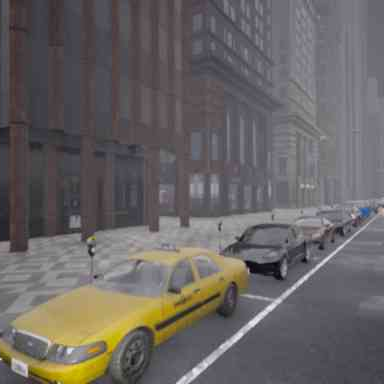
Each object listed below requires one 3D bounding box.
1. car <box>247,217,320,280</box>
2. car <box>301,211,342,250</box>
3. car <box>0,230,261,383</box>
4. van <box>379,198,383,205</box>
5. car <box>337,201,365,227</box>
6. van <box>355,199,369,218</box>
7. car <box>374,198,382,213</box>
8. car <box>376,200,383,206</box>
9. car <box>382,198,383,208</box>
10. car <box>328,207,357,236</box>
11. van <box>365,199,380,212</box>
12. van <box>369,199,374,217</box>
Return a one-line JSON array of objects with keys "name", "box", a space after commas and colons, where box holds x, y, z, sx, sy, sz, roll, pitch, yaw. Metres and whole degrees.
[{"name": "car", "box": [2.497, 1.693, 10.563, 1.947, 1.339, 4.313, -1, -1, 32]}, {"name": "car", "box": [5.491, 1.762, 15.339, 1.802, 1.307, 4.206, -1, -1, 32]}, {"name": "car", "box": [-0.586, 1.599, 5.644, 1.752, 1.417, 4.829, -1, -1, 32]}, {"name": "van", "box": [47.401, 2.326, 82.201, 1.690, 1.788, 3.998, -1, -1, 32]}, {"name": "car", "box": [11.478, 1.727, 24.893, 1.967, 1.590, 4.097, -1, -1, 32]}, {"name": "van", "box": [14.471, 1.683, 29.670, 1.690, 1.788, 3.998, -1, -1, 32]}, {"name": "car", "box": [23.451, 1.825, 43.996, 2.192, 1.841, 5.009, -1, -1, 32]}, {"name": "car", "box": [41.414, 2.430, 72.646, 1.947, 1.339, 4.313, -1, -1, 32]}, {"name": "car", "box": [35.427, 2.288, 63.095, 1.887, 1.381, 4.507, -1, -1, 32]}, {"name": "car", "box": [8.485, 1.799, 20.115, 1.947, 1.339, 4.313, -1, -1, 32]}, {"name": "van", "box": [26.445, 1.908, 48.771, 1.690, 1.788, 3.998, -1, -1, 32]}, {"name": "van", "box": [17.464, 1.739, 34.445, 1.690, 1.788, 3.998, -1, -1, 32]}]
